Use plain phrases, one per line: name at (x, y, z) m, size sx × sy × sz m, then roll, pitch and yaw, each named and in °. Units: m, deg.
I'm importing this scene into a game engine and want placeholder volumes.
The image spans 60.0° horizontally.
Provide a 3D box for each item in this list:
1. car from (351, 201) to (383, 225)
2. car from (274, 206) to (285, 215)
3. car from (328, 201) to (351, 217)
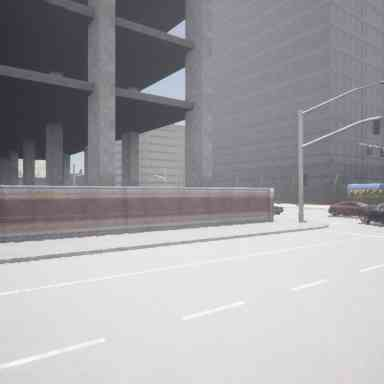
car at (12.826, 1.492, 21.366) m, size 2.128 × 1.511 × 4.902 m, roll 1°, pitch 0°, yaw -7°
car at (6.846, 1.601, 33.114) m, size 1.895 × 1.301 × 4.718 m, roll 0°, pitch 0°, yaw -36°
car at (14.216, 1.525, 28.921) m, size 1.812 × 1.442 × 4.674 m, roll 0°, pitch 0°, yaw -36°
